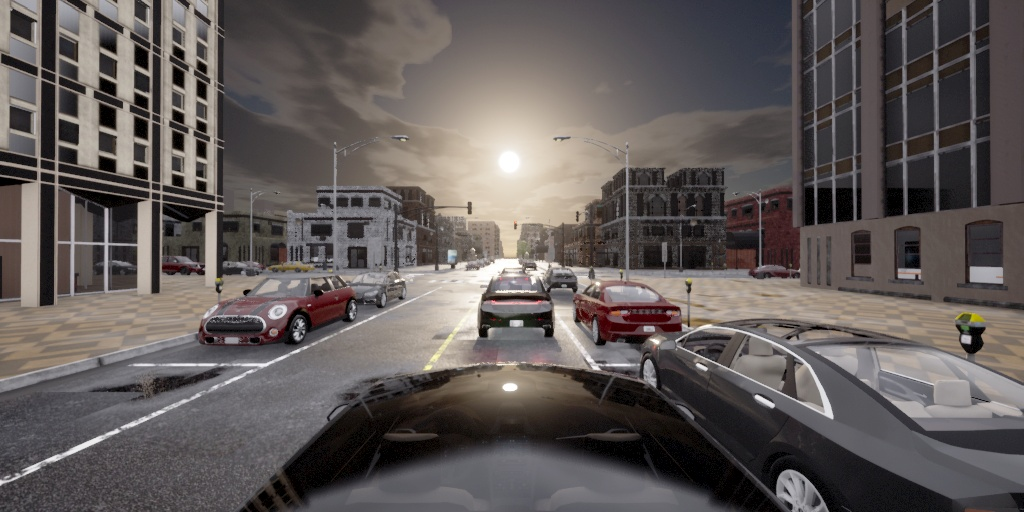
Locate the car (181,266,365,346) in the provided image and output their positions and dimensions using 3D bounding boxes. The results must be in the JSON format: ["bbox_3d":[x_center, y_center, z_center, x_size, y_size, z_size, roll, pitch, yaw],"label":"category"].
[{"bbox_3d":[-5.693,1.190,9.275,1.967,1.591,4.097,0,0,0],"label":"car"}]

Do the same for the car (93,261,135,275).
[{"bbox_3d":[-36.500,1.130,33.204,4.403,1.370,2.007,0,0,1],"label":"car"}]

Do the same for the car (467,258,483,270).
[{"bbox_3d":[-5.709,1.338,53.045,1.802,1.307,4.207,0,0,0],"label":"car"}]

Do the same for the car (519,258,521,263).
[{"bbox_3d":[2.667,1.340,64.077,1.802,1.307,4.207,0,0,0],"label":"car"}]

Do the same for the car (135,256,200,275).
[{"bbox_3d":[-30.964,0.917,33.121,5.009,1.841,2.192,0,0,1],"label":"car"}]

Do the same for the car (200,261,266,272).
[{"bbox_3d":[-25.427,1.177,33.037,4.403,1.370,2.007,0,0,1],"label":"car"}]

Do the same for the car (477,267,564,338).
[{"bbox_3d":[0.098,1.242,10.168,2.128,1.511,4.902,0,0,0],"label":"car"}]

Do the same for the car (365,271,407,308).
[{"bbox_3d":[-5.695,1.302,14.967,2.007,1.370,4.403,0,0,0],"label":"car"}]

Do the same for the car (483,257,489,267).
[{"bbox_3d":[-5.714,1.309,64.088,2.007,1.370,4.403,0,0,0],"label":"car"}]

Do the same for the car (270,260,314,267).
[{"bbox_3d":[-25.469,1.197,41.419,4.829,1.417,1.751,0,0,1],"label":"car"}]

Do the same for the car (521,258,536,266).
[{"bbox_3d":[2.671,1.322,53.035,1.948,1.339,4.313,0,0,0],"label":"car"}]

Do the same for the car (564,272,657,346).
[{"bbox_3d":[2.687,1.296,9.261,1.888,1.381,4.507,0,0,0],"label":"car"}]

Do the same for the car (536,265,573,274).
[{"bbox_3d":[2.683,1.302,20.645,2.007,1.370,4.403,0,0,0],"label":"car"}]

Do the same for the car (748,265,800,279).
[{"bbox_3d":[23.631,1.433,32.265,4.207,1.307,1.802,0,0,1],"label":"car"}]

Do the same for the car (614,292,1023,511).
[{"bbox_3d":[2.690,1.301,3.569,2.007,1.370,4.403,0,0,0],"label":"car"}]

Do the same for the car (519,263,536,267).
[{"bbox_3d":[0.092,1.316,20.592,1.994,1.385,4.181,0,0,0],"label":"car"}]
